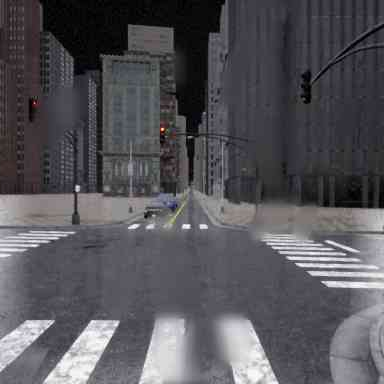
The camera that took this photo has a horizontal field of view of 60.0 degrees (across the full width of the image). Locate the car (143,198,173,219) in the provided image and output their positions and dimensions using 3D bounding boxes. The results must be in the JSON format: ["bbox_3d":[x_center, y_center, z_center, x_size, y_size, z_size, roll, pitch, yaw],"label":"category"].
[{"bbox_3d":[-3.112,1.548,29.833,2.033,1.411,5.357,0,0,0],"label":"car"}]

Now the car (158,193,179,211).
[{"bbox_3d":[-3.113,1.222,40.084,2.150,2.045,5.566,0,0,0],"label":"car"}]

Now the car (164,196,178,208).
[{"bbox_3d":[-3.107,1.479,50.531,1.882,1.535,5.008,0,0,0],"label":"car"}]
